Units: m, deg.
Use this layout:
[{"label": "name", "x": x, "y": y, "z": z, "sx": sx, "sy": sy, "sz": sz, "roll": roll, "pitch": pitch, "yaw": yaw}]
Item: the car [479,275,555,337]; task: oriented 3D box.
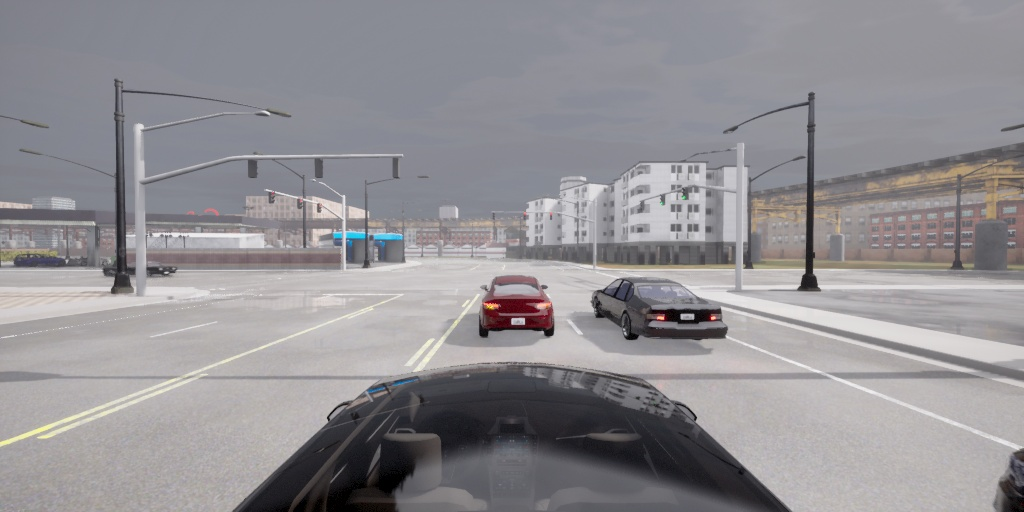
[{"label": "car", "x": 0.077, "y": 1.256, "z": 10.139, "sx": 1.812, "sy": 1.442, "sz": 4.674, "roll": 0, "pitch": 0, "yaw": -1}]

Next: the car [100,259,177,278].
[{"label": "car", "x": -31.540, "y": 1.133, "z": 30.401, "sx": 4.718, "sy": 1.301, "sz": 1.895, "roll": 0, "pitch": 1, "yaw": -1}]

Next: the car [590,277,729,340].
[{"label": "car", "x": 3.588, "y": 1.282, "z": 9.852, "sx": 2.033, "sy": 1.411, "sz": 5.357, "roll": 0, "pitch": 0, "yaw": 0}]
